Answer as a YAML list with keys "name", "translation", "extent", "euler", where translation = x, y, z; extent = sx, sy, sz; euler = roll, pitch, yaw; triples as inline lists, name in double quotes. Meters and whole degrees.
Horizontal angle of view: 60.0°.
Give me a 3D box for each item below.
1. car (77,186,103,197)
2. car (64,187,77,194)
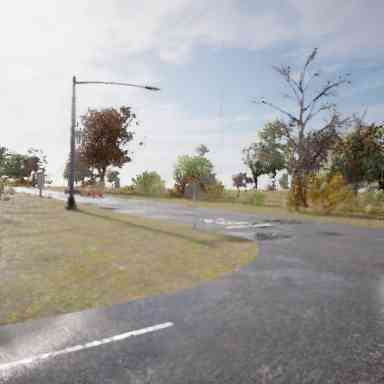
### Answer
- name: "car"
  translation: [-15.061, -0.185, 49.821]
  extent: [2.097, 1.767, 4.553]
  euler: [1, 1, -35]
- name: "car"
  translation: [-20.670, -0.243, 57.686]
  extent: [1.895, 1.301, 4.718]
  euler: [1, 1, -35]
